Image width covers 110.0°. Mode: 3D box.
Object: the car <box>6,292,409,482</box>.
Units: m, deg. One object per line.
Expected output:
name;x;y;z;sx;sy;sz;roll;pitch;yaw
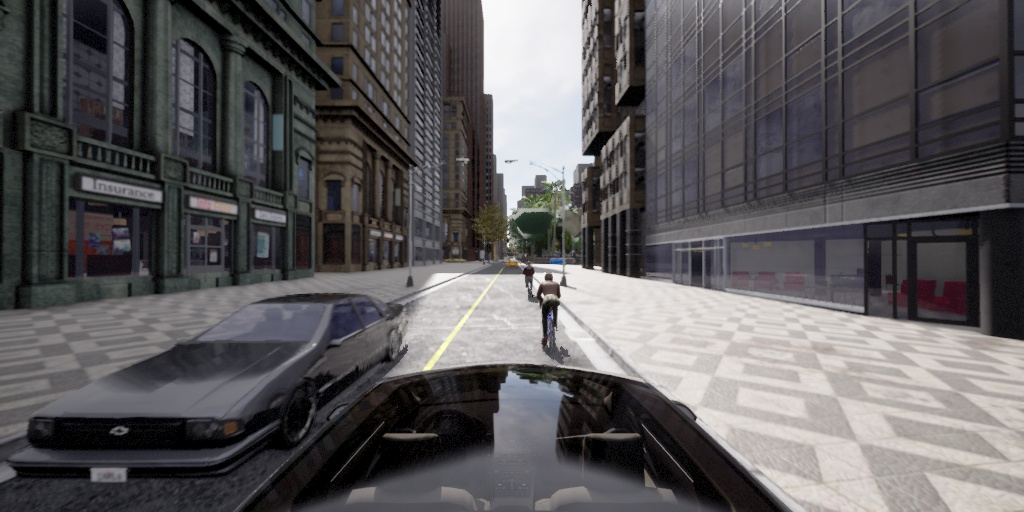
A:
car;-3.102;1.298;5.420;2.033;1.411;5.357;0;0;0

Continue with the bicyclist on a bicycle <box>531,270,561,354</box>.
bicyclist on a bicycle;0.824;1.205;7.873;0.582;1.620;1.656;0;0;0

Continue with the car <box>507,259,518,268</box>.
car;0.086;1.296;64.198;1.882;1.535;5.008;0;-1;0

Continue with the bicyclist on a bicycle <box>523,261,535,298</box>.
bicyclist on a bicycle;0.821;1.128;17.485;0.659;1.776;1.843;0;0;0
